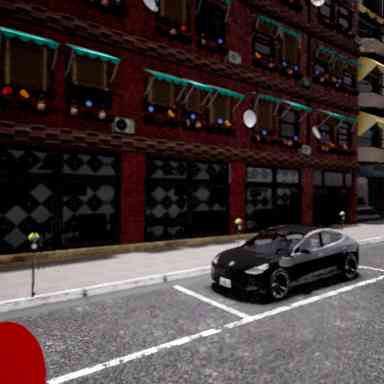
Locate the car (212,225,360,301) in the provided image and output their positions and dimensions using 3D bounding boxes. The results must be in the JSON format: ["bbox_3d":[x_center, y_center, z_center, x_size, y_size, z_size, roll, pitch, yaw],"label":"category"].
[{"bbox_3d":[2.487,1.539,8.323,4.313,1.339,1.947,0,1,-36],"label":"car"}]

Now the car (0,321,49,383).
[{"bbox_3d":[-3.133,1.486,1.130,5.008,1.535,1.882,0,0,-35],"label":"car"}]
